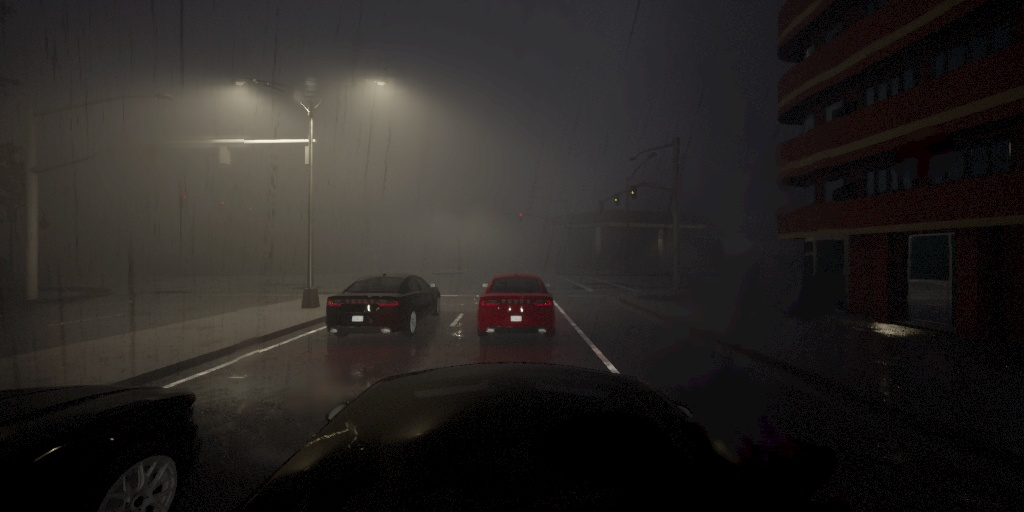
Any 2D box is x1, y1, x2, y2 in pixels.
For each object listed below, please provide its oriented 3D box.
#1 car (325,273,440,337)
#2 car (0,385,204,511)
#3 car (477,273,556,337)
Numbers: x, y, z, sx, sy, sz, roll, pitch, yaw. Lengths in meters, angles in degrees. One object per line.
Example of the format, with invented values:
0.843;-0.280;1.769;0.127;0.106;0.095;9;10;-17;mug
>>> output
-3.385;1.228;10.367;1.882;1.535;5.008;0;0;0;car
-3.409;1.228;0.793;1.882;1.535;5.008;0;0;0;car
0.120;1.228;10.377;1.882;1.535;5.008;0;0;1;car
